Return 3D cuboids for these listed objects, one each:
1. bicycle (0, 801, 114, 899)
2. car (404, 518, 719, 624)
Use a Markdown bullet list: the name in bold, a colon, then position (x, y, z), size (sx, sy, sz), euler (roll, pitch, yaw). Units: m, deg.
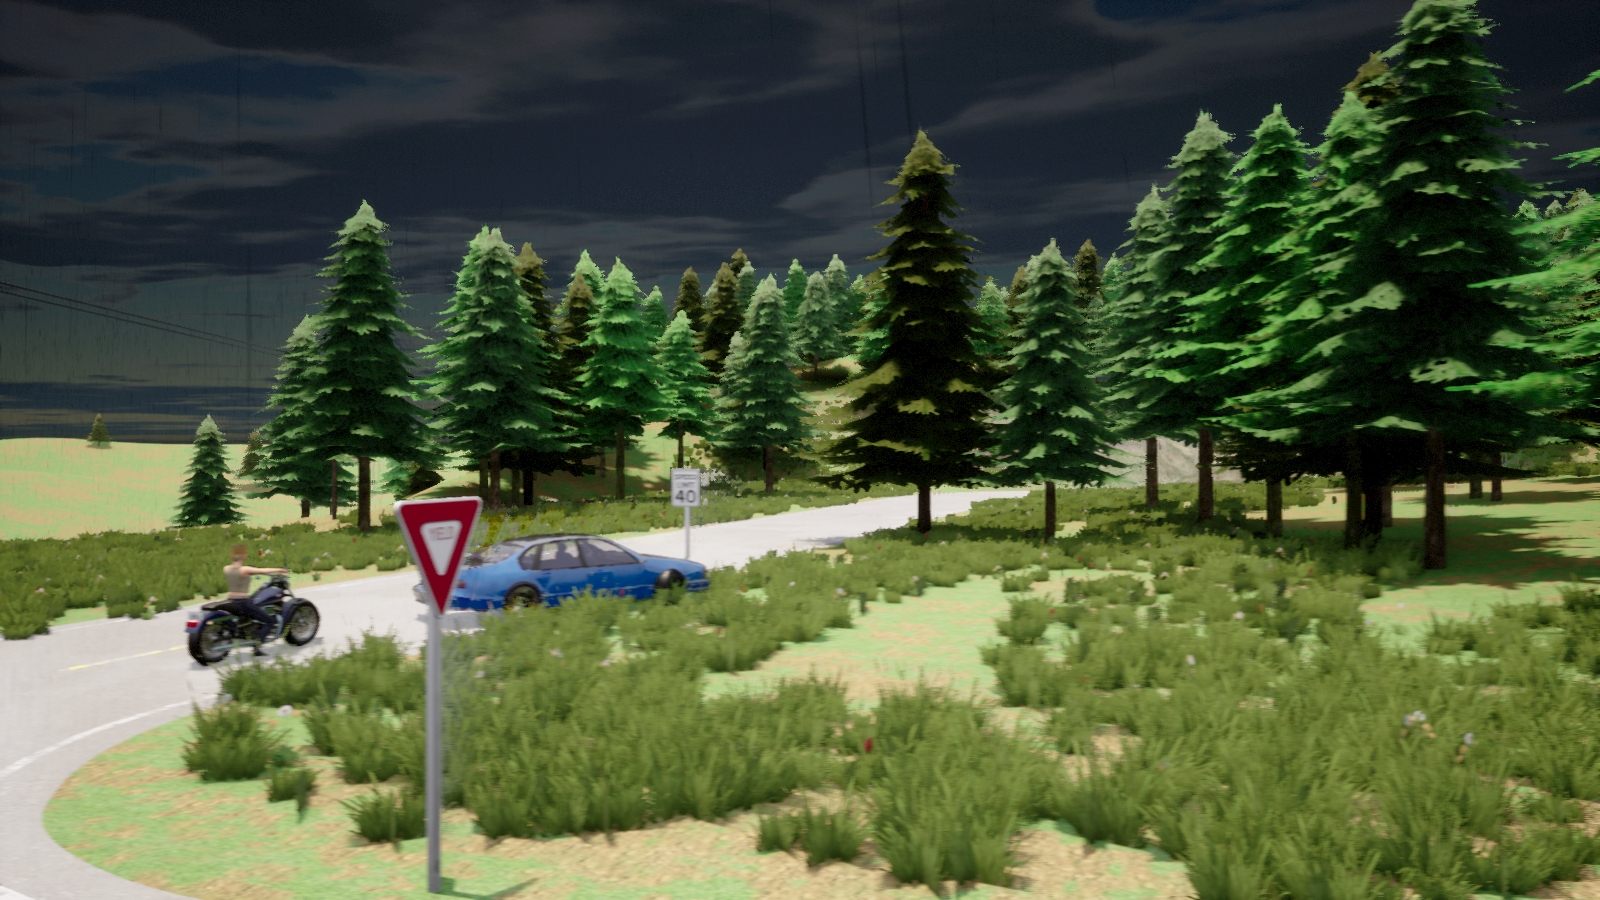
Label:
- **bicycle**: position (-3.784, 2.116, 4.744), size (1.487, 1.080, 0.859), euler (0, 0, 20)
- **car**: position (-4.263, 2.107, 21.040), size (5.357, 1.411, 2.033), euler (0, 0, -40)
